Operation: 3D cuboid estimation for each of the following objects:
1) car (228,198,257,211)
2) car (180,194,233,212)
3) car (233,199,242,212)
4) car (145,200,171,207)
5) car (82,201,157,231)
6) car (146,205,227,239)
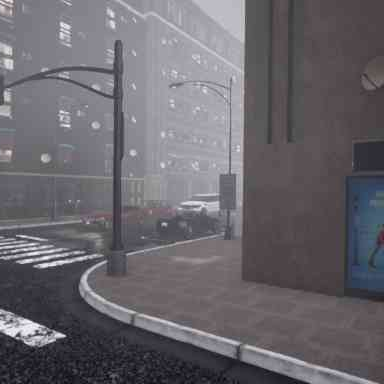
[{"bbox_3d":[6.229,1.484,40.589,1.802,1.307,4.206,1,1,35],"label":"car"},{"bbox_3d":[1.081,1.172,28.932,2.150,2.045,5.566,1,1,35],"label":"car"},{"bbox_3d":[3.027,1.224,36.009,2.192,1.841,5.009,1,1,35],"label":"car"},{"bbox_3d":[-3.383,1.363,26.854,1.967,1.590,4.097,1,1,35],"label":"car"},{"bbox_3d":[-4.586,1.487,20.843,1.812,1.442,4.674,1,1,35],"label":"car"},{"bbox_3d":[-0.134,1.599,17.759,1.947,1.339,4.313,1,1,35],"label":"car"}]
